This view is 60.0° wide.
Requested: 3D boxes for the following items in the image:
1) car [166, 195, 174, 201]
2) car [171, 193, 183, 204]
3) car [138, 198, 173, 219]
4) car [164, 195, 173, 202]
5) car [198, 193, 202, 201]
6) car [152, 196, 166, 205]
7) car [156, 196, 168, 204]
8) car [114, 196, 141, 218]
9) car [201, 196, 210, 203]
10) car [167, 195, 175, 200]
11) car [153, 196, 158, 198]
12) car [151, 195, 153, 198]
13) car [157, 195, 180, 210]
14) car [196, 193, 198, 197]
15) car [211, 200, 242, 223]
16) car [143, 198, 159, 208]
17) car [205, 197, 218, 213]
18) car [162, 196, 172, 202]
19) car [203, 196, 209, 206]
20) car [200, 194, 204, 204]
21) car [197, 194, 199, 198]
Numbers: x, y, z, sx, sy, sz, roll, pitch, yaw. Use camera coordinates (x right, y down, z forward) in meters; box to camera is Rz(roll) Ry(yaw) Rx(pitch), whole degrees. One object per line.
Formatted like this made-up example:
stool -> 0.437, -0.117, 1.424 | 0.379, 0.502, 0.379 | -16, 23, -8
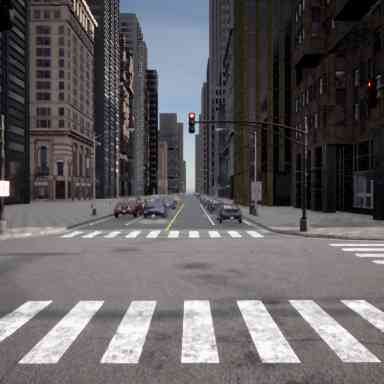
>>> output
car -> -5.785, 1.601, 87.187 | 1.947, 1.339, 4.313 | 0, 0, 0
car -> -3.019, 1.493, 59.547 | 1.882, 1.535, 5.008 | 0, 0, 0
car -> -3.105, 1.550, 29.373 | 2.033, 1.411, 5.357 | 0, 0, 0
car -> -5.784, 1.555, 81.376 | 1.752, 1.417, 4.829 | 0, 0, 0
car -> 2.745, 1.456, 64.635 | 1.967, 1.590, 4.097 | 0, 0, 0
car -> -5.779, 1.452, 58.983 | 1.967, 1.590, 4.097 | 0, 0, 0
car -> -5.780, 1.541, 64.454 | 1.752, 1.417, 4.829 | 0, 0, 0
car -> -5.772, 1.317, 30.780 | 2.192, 1.841, 5.009 | 0, 0, 0
car -> 2.744, 1.545, 70.445 | 1.752, 1.417, 4.829 | 0, 0, 0
car -> -5.787, 1.566, 92.658 | 1.752, 1.417, 4.829 | 0, 0, 0
car -> -5.775, 1.571, 42.062 | 1.947, 1.339, 4.313 | 0, 0, 0
car -> -5.774, 1.444, 36.421 | 1.967, 1.590, 4.097 | 0, 0, 0
car -> -3.091, 1.498, 43.081 | 2.128, 1.511, 4.902 | 0, 0, 0
car -> 2.740, 1.560, 87.367 | 1.752, 1.417, 4.829 | 0, 0, 0
car -> 2.754, 1.552, 25.150 | 2.008, 1.369, 4.403 | 0, 0, 0
car -> -5.776, 1.589, 47.702 | 1.802, 1.307, 4.206 | 0, 0, 0
car -> 2.752, 1.554, 36.432 | 2.008, 1.369, 4.403 | 0, 0, 0
car -> -5.782, 1.590, 75.905 | 1.947, 1.339, 4.313 | 0, 0, 0
car -> 2.751, 1.550, 42.072 | 1.887, 1.381, 4.507 | 0, 0, 0
car -> 2.748, 1.449, 53.354 | 1.967, 1.590, 4.097 | 0, 0, 0
car -> 2.743, 1.569, 75.915 | 1.887, 1.381, 4.507 | 0, 0, 0
